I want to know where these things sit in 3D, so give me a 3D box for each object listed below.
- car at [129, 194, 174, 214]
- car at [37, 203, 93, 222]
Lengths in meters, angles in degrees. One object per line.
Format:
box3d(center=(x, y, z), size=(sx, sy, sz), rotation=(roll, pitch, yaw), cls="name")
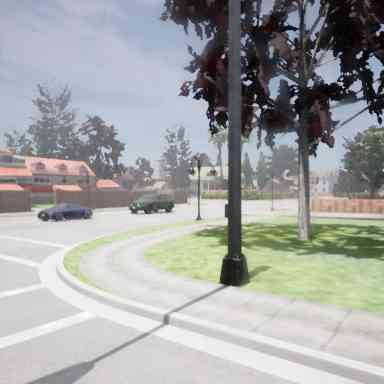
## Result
box3d(center=(-4.163, 1.216, 35.229), size=(2.150, 2.045, 5.566), rotation=(0, 0, 35), cls="car")
box3d(center=(-10.033, 1.560, 26.558), size=(1.994, 1.385, 4.181), rotation=(0, 0, 34), cls="car")
